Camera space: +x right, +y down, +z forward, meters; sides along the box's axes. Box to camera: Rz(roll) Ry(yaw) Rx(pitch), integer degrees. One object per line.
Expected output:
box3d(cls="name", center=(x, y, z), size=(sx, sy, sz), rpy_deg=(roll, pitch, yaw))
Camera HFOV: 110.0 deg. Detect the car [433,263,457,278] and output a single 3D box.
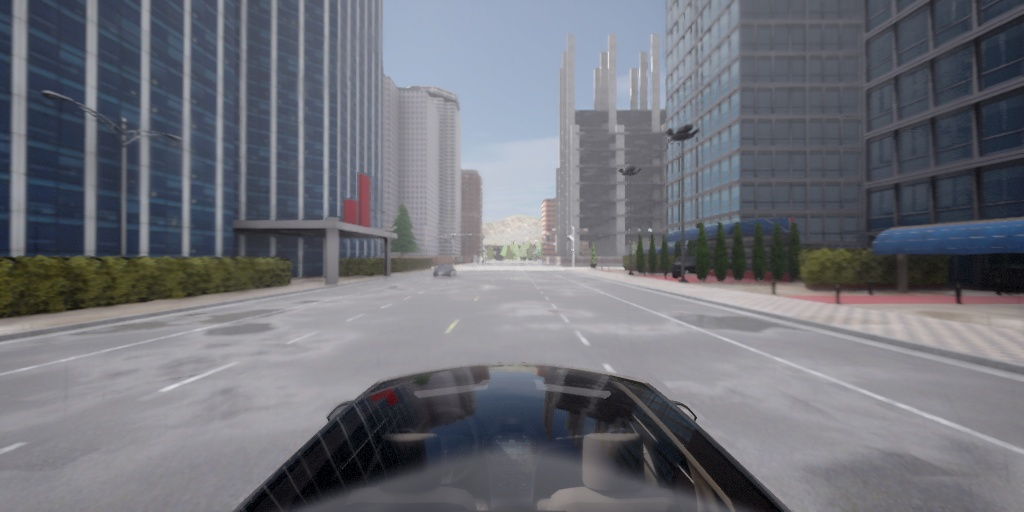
box3d(cls="car", center=(-7.005, 1.554, 37.622), size=(2.128, 1.511, 4.902), rpy_deg=(0, 0, 0))
